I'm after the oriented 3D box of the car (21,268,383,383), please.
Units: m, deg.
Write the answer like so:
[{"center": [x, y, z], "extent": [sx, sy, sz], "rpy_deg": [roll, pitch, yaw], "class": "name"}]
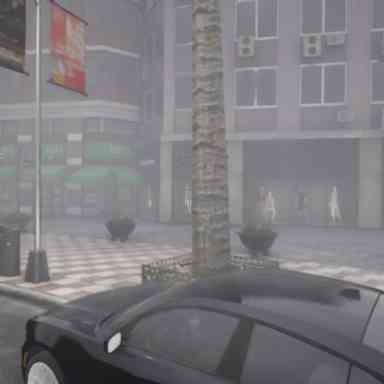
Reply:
[{"center": [0.475, 1.465, 2.917], "extent": [5.008, 1.535, 1.882], "rpy_deg": [1, 0, 35], "class": "car"}]
